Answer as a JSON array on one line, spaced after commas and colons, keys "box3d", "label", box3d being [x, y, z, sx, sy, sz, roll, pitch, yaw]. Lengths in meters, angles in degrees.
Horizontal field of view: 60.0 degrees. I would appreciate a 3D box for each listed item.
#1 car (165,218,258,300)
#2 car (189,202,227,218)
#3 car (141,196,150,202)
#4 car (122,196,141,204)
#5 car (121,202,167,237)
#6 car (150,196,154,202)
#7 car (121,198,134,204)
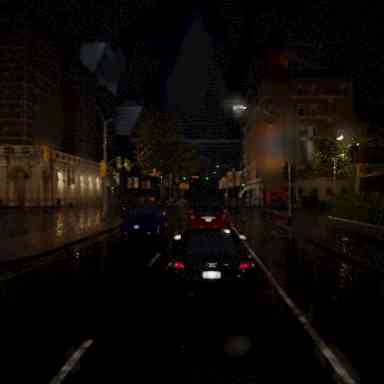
[{"box3d": [0.465, 1.605, 8.535, 1.994, 1.385, 4.181, 0, 0, 2], "label": "car"}, {"box3d": [0.924, 1.440, 18.750, 2.097, 1.767, 4.553, 0, 0, 3], "label": "car"}, {"box3d": [-11.525, 1.702, 75.357, 2.097, 1.767, 4.553, 0, 0, 3], "label": "car"}, {"box3d": [-12.005, 1.806, 65.523, 1.837, 1.490, 4.892, 0, 0, 3], "label": "car"}, {"box3d": [-2.580, 1.564, 18.681, 1.882, 1.535, 5.008, 0, 0, 3], "label": "car"}, {"box3d": [-11.042, 1.750, 85.606, 2.097, 1.767, 4.553, 0, 0, 3], "label": "car"}, {"box3d": [-14.728, 1.945, 76.418, 1.895, 1.301, 4.718, 0, 0, 3], "label": "car"}]
